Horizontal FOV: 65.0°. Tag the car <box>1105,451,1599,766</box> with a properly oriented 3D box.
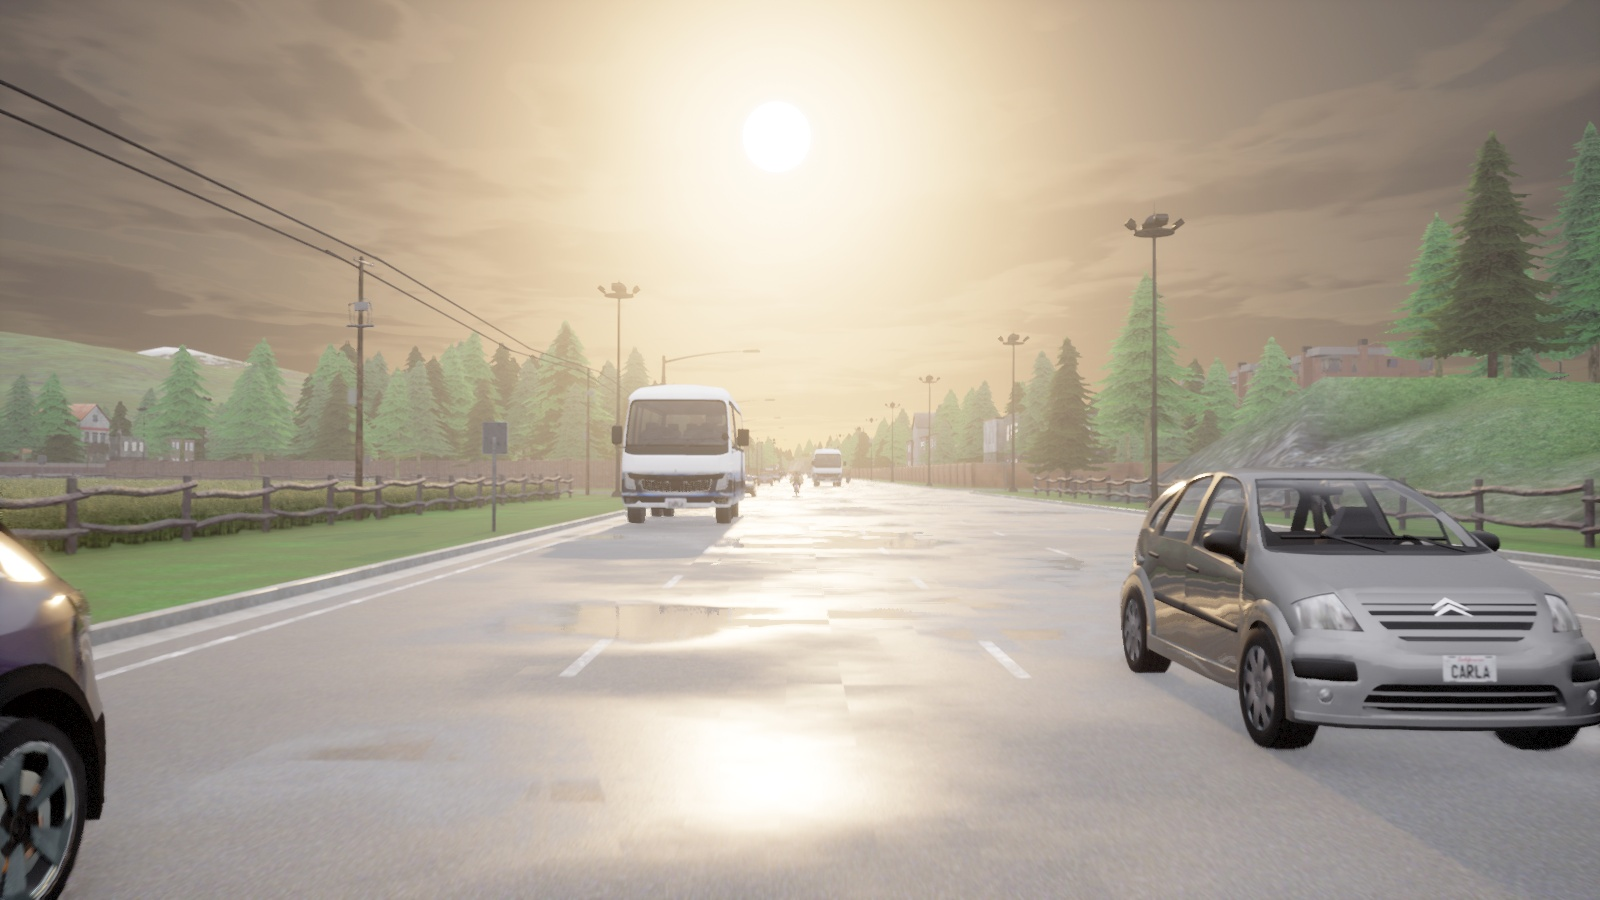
[{"bbox_3d":[3.479,0.849,8.473,1.851,1.617,3.988,0,-1,0],"label":"car"}]

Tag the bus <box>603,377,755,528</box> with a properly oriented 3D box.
[{"bbox_3d":[-3.605,0.168,40.697,3.944,4.253,10.273,0,-1,0],"label":"bus"}]

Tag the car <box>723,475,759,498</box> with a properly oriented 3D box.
[{"bbox_3d":[-3.697,2.280,79.890,2.033,1.411,5.357,0,-1,0],"label":"car"}]

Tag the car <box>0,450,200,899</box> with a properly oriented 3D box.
[{"bbox_3d":[-3.507,0.809,2.790,2.033,1.649,4.856,0,-1,0],"label":"car"}]
